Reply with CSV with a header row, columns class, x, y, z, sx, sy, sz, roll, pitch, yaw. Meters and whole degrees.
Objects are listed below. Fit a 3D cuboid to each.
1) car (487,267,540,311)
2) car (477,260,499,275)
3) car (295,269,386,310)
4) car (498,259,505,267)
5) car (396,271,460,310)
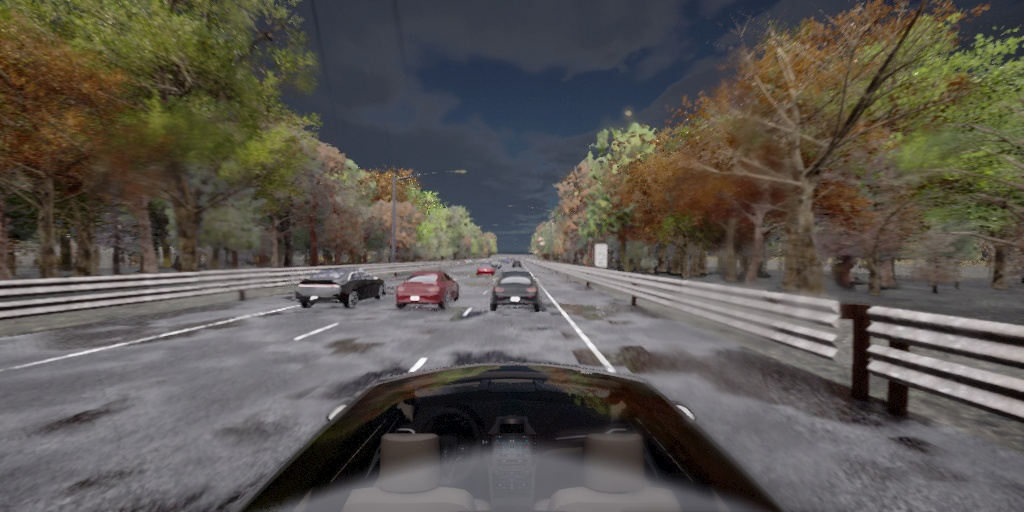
class,x,y,z,sx,sy,sz,roll,pitch,yaw
car,0.148,1.345,14.782,1.812,1.442,4.674,0,0,1
car,-2.963,1.487,41.872,1.994,1.385,4.181,0,0,1
car,-6.852,1.266,14.891,2.128,1.511,4.902,0,0,1
car,-2.705,1.601,59.904,1.895,1.301,4.718,0,0,1
car,-3.356,1.322,14.834,1.812,1.442,4.674,0,0,1
